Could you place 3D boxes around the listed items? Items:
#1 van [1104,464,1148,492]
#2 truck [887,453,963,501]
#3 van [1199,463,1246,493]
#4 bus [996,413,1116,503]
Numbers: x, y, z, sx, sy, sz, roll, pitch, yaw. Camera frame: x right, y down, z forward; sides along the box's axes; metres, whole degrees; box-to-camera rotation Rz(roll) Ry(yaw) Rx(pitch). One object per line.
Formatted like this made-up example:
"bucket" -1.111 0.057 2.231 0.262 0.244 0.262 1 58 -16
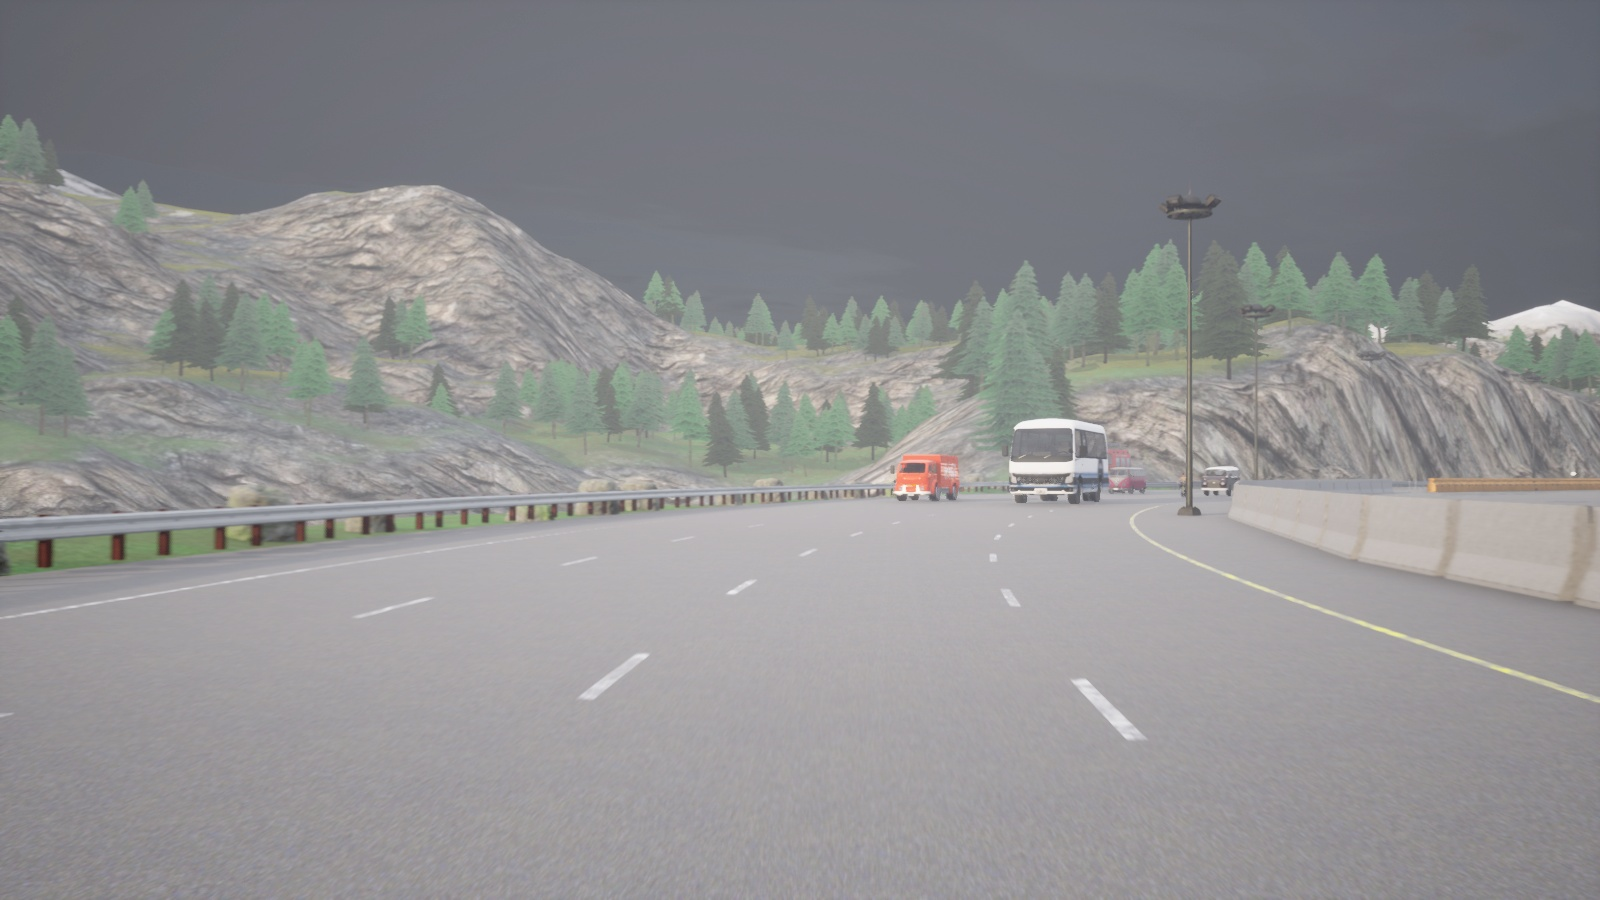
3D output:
"van" 23.862 2.054 91.767 1.775 1.987 4.442 -1 -1 33
"truck" 6.687 1.427 66.627 2.627 2.467 5.204 -1 -1 23
"van" 29.454 1.946 87.506 2.069 2.038 4.480 -1 -1 33
"bus" 13.319 0.488 64.417 3.944 4.253 10.273 -1 -1 23
